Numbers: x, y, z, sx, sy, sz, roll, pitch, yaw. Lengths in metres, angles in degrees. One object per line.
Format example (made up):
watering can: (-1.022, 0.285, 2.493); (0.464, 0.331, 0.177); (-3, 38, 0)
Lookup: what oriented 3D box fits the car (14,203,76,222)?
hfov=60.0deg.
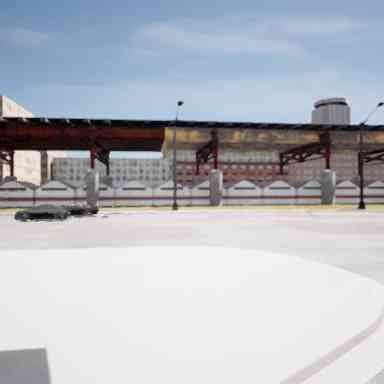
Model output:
car: (-12.024, 1.682, 27.009); (4.181, 1.385, 1.994); (0, 0, -8)

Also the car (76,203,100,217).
car: (-11.058, 1.720, 31.102); (4.718, 1.301, 1.895); (0, 0, -12)
